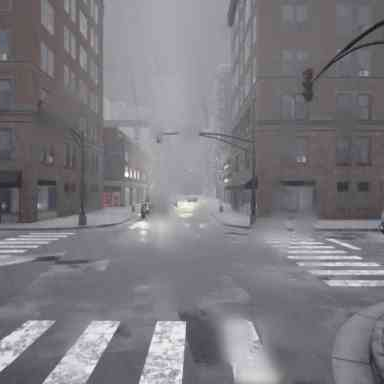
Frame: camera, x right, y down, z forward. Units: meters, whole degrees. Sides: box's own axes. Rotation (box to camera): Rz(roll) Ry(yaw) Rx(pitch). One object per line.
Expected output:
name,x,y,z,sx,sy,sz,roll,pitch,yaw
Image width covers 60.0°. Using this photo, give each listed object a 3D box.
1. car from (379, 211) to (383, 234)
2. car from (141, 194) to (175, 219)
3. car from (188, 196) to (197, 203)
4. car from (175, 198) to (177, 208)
car,11.040,1.617,14.647,4.718,1.301,1.895,0,0,2
car,-3.102,1.236,29.748,2.150,2.045,5.566,0,0,2
car,0.067,1.518,69.997,2.128,1.511,4.902,0,0,0
car,-3.122,1.545,39.421,1.812,1.442,4.674,0,0,0
